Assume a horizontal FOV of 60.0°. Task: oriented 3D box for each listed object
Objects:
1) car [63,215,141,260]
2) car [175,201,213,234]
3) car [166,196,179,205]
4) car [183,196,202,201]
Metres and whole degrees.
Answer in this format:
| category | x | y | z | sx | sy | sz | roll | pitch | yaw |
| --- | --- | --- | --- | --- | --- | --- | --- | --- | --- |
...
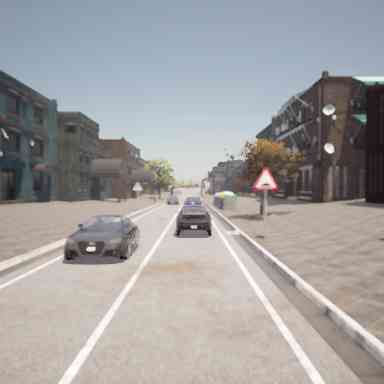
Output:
| category | x | y | z | sx | sy | sz | roll | pitch | yaw |
| --- | --- | --- | --- | --- | --- | --- | --- | --- | --- |
| car | -3.099 | 1.548 | 12.192 | 1.994 | 1.385 | 4.181 | 0 | 0 | 0 |
| car | 0.097 | 1.473 | 18.820 | 1.837 | 1.490 | 4.892 | 0 | 0 | 0 |
| car | -3.073 | 1.363 | 53.750 | 1.812 | 1.442 | 4.674 | 0 | 0 | 0 |
| car | 0.094 | 1.244 | 37.866 | 2.097 | 1.767 | 4.553 | 0 | 0 | 0 |
